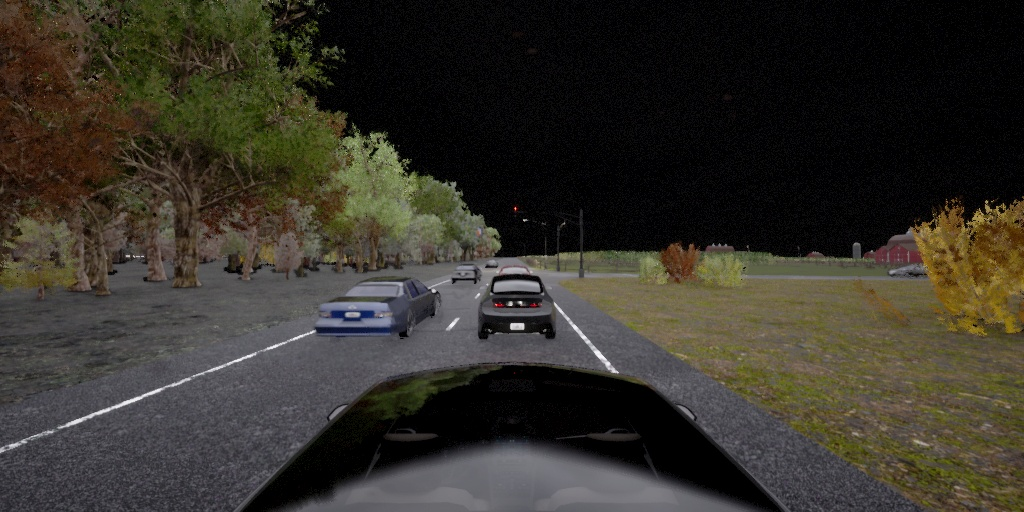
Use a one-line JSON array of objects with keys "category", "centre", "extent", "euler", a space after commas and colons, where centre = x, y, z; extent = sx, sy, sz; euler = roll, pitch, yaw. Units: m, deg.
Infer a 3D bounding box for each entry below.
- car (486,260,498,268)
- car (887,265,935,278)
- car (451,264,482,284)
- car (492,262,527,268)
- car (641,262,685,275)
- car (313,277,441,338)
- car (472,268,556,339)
[{"category": "car", "centre": [-3.302, 1.313, 60.745], "extent": [1.994, 1.385, 4.181], "euler": [0, 0, 0]}, {"category": "car", "centre": [46.857, 1.807, 41.909], "extent": [4.902, 1.511, 2.128], "euler": [1, -1, 1]}, {"category": "car", "centre": [-3.359, 1.301, 27.155], "extent": [2.033, 1.411, 5.357], "euler": [0, 0, 0]}, {"category": "car", "centre": [0.134, 1.230, 19.424], "extent": [1.882, 1.535, 5.008], "euler": [0, 0, 0]}, {"category": "car", "centre": [17.643, 1.487, 42.160], "extent": [4.902, 1.511, 2.128], "euler": [1, -1, 1]}, {"category": "car", "centre": [-3.385, 1.298, 10.139], "extent": [2.033, 1.411, 5.357], "euler": [0, 0, 0]}, {"category": "car", "centre": [0.115, 1.256, 10.061], "extent": [1.837, 1.490, 4.892], "euler": [0, 0, 0]}]
